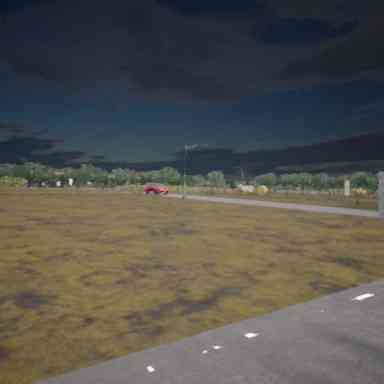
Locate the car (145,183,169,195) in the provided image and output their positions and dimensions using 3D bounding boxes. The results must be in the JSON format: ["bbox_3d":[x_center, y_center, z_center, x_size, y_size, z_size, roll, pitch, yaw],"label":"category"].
[{"bbox_3d":[-6.250,-0.579,58.589,2.150,2.045,5.566,0,2,-36],"label":"car"}]
